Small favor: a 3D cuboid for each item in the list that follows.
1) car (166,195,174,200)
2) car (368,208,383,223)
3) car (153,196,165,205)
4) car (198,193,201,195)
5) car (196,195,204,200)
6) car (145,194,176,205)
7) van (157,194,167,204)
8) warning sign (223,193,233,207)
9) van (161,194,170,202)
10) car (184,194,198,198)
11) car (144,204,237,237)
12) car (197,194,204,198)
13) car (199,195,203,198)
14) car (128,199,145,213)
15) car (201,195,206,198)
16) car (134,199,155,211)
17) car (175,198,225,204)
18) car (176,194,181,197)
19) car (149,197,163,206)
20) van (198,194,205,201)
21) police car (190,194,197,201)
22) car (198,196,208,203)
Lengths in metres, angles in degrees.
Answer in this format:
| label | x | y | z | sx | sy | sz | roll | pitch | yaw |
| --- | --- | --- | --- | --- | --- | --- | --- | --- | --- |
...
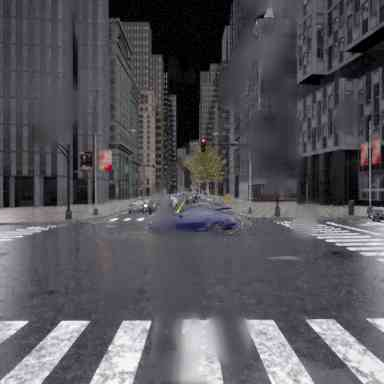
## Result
| label | x | y | z | sx | sy | sz | roll | pitch | yaw |
| --- | --- | --- | --- | --- | --- | --- | --- | --- | --- |
| car | -6.220 | 1.619 | 93.789 | 1.802 | 1.307 | 4.206 | 0 | 0 | 0 |
| car | 13.636 | 1.247 | 20.932 | 4.674 | 1.442 | 1.812 | -1 | 0 | 0 |
| car | -6.014 | 1.538 | 61.141 | 1.752 | 1.417 | 4.829 | 0 | 0 | 0 |
| car | 2.468 | 1.542 | 68.048 | 1.752 | 1.417 | 4.829 | 0 | 0 | 0 |
| car | 2.302 | 1.588 | 94.323 | 2.008 | 1.369 | 4.403 | 0 | 0 | 0 |
| car | -3.178 | 1.224 | 34.646 | 2.150 | 2.045 | 5.566 | 0 | 0 | 0 |
| van | -6.050 | 1.357 | 66.724 | 1.690 | 1.788 | 3.998 | 0 | 0 | 0 |
| warning sign | 4.918 | 1.121 | 45.475 | 1.300 | 1.860 | 1.060 | 0 | 0 | 0 |
| van | -6.118 | 1.364 | 77.551 | 1.690 | 1.788 | 3.998 | 0 | 0 | 0 |
| car | -0.277 | 1.541 | 65.551 | 1.812 | 1.442 | 4.674 | 0 | 0 | 0 |
| car | 0.027 | 1.525 | 17.647 | 4.674 | 1.442 | 1.812 | -1 | 0 | 0 |
| car | 2.502 | 1.564 | 62.589 | 2.008 | 1.369 | 4.403 | 0 | 0 | 0 |
| car | 2.564 | 1.559 | 52.718 | 2.008 | 1.369 | 4.403 | 0 | 0 | 0 |
| car | -5.858 | 1.554 | 36.334 | 2.008 | 1.369 | 4.403 | 0 | 0 | 0 |
| car | 2.599 | 1.551 | 47.273 | 1.887 | 1.381 | 4.507 | 0 | 0 | 0 |
| car | -5.889 | 1.555 | 41.326 | 2.008 | 1.369 | 4.403 | 0 | 0 | 0 |
| car | 1.114 | 1.496 | 25.453 | 2.128 | 1.511 | 4.902 | -1 | 1 | -36 |
| car | -3.293 | 1.535 | 54.640 | 1.812 | 1.442 | 4.674 | 0 | 0 | 0 |
| car | -5.981 | 1.576 | 55.898 | 1.947 | 1.339 | 4.313 | 0 | 0 | 0 |
| van | 2.368 | 1.369 | 83.745 | 1.690 | 1.788 | 3.998 | 0 | 0 | 0 |
| police car | 0.465 | 1.459 | 90.560 | 1.930 | 1.638 | 5.238 | 0 | 0 | 0 |
| car | 2.435 | 1.586 | 73.168 | 1.947 | 1.339 | 4.313 | 0 | 0 | 0 |
